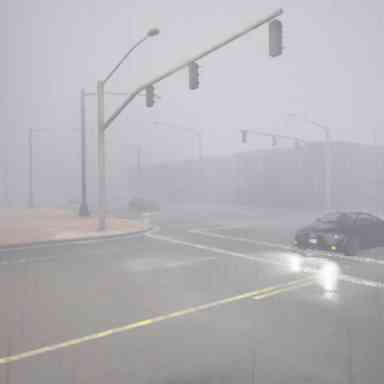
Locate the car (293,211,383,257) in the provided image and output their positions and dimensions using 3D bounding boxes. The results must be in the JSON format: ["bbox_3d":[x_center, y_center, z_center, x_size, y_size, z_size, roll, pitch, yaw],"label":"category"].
[{"bbox_3d":[5.649,1.419,12.230,4.181,1.385,1.994,-1,1,-36],"label":"car"}]

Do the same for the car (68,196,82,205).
[{"bbox_3d":[-18.702,1.351,53.911,1.994,1.385,4.181,-1,0,-35],"label":"car"}]

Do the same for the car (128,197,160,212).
[{"bbox_3d":[-5.128,1.291,35.016,1.837,1.490,4.892,-1,1,-36],"label":"car"}]
